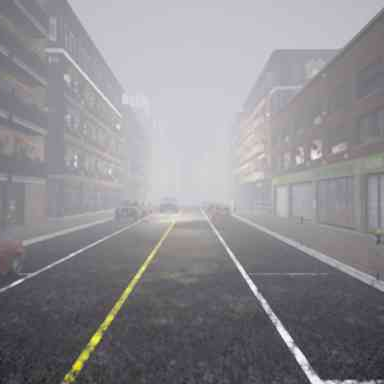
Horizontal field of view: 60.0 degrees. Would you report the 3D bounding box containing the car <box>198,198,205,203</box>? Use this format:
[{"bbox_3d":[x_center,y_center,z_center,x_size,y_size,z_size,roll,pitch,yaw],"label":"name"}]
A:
[{"bbox_3d":[2.666,2.452,92.718,1.947,1.339,4.313,0,-1,0],"label":"car"}]

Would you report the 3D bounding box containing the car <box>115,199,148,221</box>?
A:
[{"bbox_3d":[-5.697,1.614,30.726,2.192,1.841,5.009,0,-1,0],"label":"car"}]

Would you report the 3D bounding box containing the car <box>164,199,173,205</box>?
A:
[{"bbox_3d":[-5.711,2.331,81.447,2.008,1.369,4.403,0,-1,0],"label":"car"}]

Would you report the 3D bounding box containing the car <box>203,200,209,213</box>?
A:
[{"bbox_3d":[2.679,1.950,41.994,1.887,1.381,4.507,0,-1,0],"label":"car"}]

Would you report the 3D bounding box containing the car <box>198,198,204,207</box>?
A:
[{"bbox_3d":[2.674,2.171,64.538,2.008,1.369,4.403,0,-1,0],"label":"car"}]

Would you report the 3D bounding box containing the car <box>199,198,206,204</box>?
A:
[{"bbox_3d":[2.668,2.360,87.252,1.752,1.417,4.829,0,-1,0],"label":"car"}]

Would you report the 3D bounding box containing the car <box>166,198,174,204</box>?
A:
[{"bbox_3d":[-5.713,2.384,87.084,2.008,1.369,4.403,0,-1,0],"label":"car"}]

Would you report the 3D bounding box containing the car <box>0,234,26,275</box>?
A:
[{"bbox_3d":[-5.693,1.663,8.179,1.802,1.307,4.206,0,-1,0],"label":"car"}]

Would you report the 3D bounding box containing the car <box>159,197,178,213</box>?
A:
[{"bbox_3d":[-3.012,1.646,44.014,2.150,2.045,5.566,0,-1,0],"label":"car"}]

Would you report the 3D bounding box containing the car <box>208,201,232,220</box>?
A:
[{"bbox_3d":[2.682,1.825,30.892,1.752,1.417,4.829,0,-1,0],"label":"car"}]

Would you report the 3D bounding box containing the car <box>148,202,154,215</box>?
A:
[{"bbox_3d":[-5.699,1.792,36.360,1.967,1.590,4.097,0,-1,0],"label":"car"}]
